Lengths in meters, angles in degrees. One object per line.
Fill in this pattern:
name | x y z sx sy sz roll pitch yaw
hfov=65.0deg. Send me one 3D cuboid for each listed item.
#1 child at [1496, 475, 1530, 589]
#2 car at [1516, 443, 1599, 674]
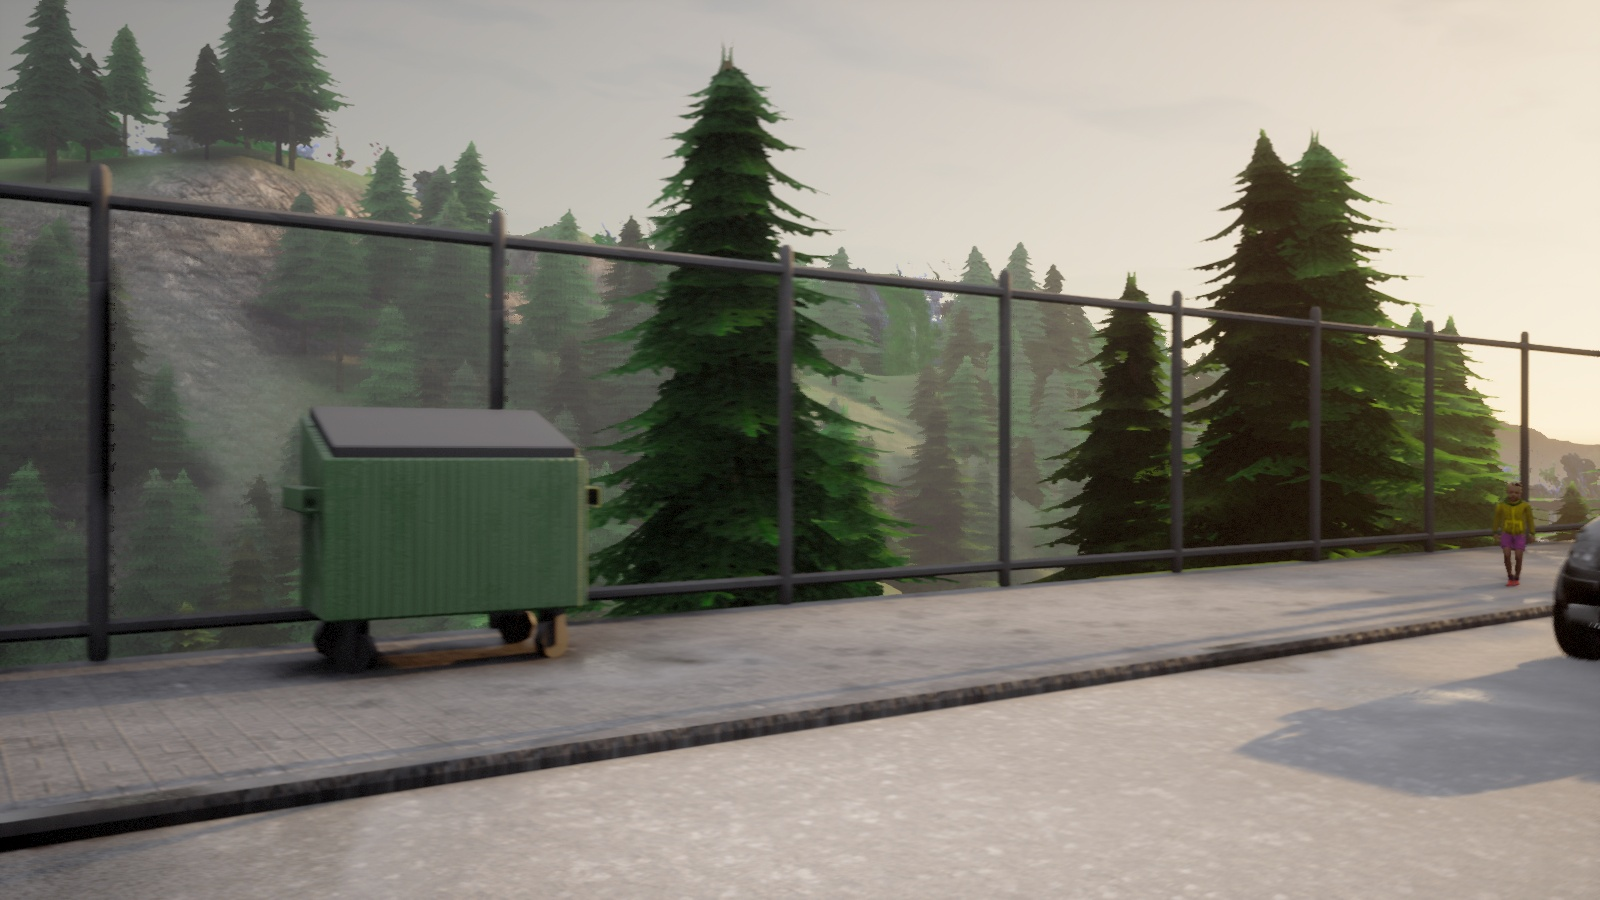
child | 7.519 0.851 13.248 0.299 1.160 0.473 0 0 28
car | 7.098 0.731 9.208 3.705 1.549 1.789 0 0 -35
